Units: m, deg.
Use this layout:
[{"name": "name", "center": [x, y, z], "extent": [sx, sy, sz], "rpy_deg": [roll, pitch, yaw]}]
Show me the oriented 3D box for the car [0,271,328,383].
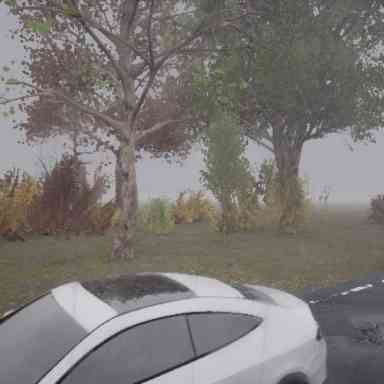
[{"name": "car", "center": [-0.750, 1.526, 2.782], "extent": [4.674, 1.442, 1.812], "rpy_deg": [0, 0, -35]}]
